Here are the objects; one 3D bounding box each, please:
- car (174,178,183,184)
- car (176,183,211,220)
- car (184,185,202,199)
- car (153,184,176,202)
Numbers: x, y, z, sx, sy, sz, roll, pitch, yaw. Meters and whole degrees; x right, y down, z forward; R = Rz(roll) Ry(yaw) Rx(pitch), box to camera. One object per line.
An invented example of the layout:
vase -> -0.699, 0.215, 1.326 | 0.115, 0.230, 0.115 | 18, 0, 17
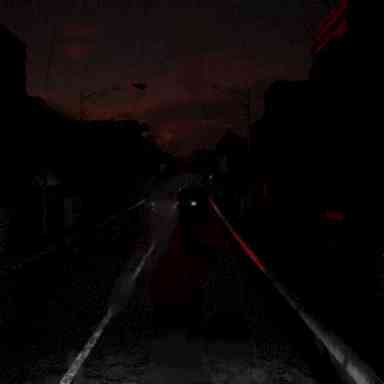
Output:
car -> -3.023, -2.376, 76.495 | 2.128, 1.511, 4.902 | 0, 3, 0
car -> 0.103, 0.682, 22.923 | 2.150, 2.045, 5.566 | 0, 3, 0
car -> 0.097, -0.070, 40.919 | 2.128, 1.511, 4.902 | 0, 3, 0
car -> -3.098, 0.181, 36.018 | 1.882, 1.535, 5.008 | 0, 3, 0
